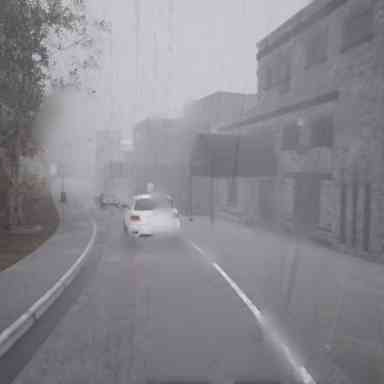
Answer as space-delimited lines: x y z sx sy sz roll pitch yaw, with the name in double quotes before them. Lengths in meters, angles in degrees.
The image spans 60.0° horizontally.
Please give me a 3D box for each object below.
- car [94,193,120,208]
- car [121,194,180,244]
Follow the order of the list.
"car" -8.708 0.776 33.881 2.033 1.411 5.357 -2 4 -24
"car" -2.040 1.115 15.608 2.150 2.045 5.566 -1 1 -14
